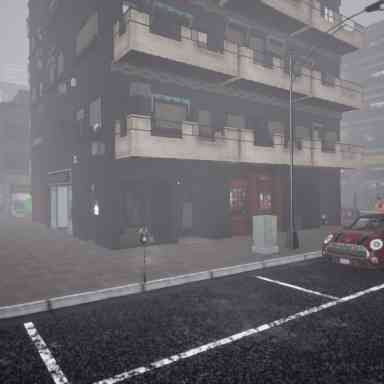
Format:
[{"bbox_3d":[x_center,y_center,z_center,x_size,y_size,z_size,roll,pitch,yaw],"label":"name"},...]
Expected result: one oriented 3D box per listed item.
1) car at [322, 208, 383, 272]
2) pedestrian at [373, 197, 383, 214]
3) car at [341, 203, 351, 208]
[{"bbox_3d":[5.938,1.437,10.582,4.097,1.590,1.967,0,-1,-36],"label":"car"},{"bbox_3d":[10.828,1.153,19.213,0.375,1.860,0.375,-1,0,-36],"label":"pedestrian"},{"bbox_3d":[12.976,1.589,30.285,1.994,1.385,4.181,-1,1,-36],"label":"car"}]
